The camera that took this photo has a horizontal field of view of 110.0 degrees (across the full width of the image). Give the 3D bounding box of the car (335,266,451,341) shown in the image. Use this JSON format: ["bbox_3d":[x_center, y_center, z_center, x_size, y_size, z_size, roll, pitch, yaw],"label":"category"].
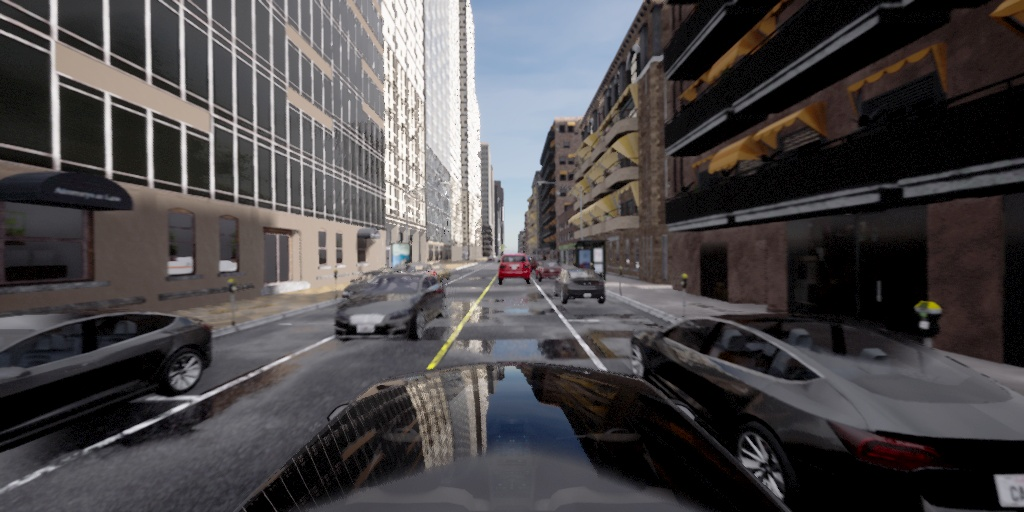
[{"bbox_3d":[-3.038,1.227,9.900,2.128,1.511,4.902,-1,0,0],"label":"car"}]

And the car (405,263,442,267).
[{"bbox_3d":[-5.613,1.140,20.942,1.967,1.591,4.097,0,0,0],"label":"car"}]

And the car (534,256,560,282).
[{"bbox_3d":[2.771,1.007,26.583,1.967,1.591,4.097,0,0,0],"label":"car"}]

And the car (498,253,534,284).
[{"bbox_3d":[0.159,0.828,25.667,2.150,2.045,5.566,-1,1,0],"label":"car"}]

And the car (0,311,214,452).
[{"bbox_3d":[-5.625,1.369,3.996,1.948,1.339,4.313,0,0,0],"label":"car"}]

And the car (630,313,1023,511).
[{"bbox_3d":[2.756,1.269,3.990,1.948,1.339,4.313,0,0,0],"label":"car"}]

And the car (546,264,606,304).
[{"bbox_3d":[2.763,1.185,15.287,2.007,1.370,4.403,0,0,0],"label":"car"}]
